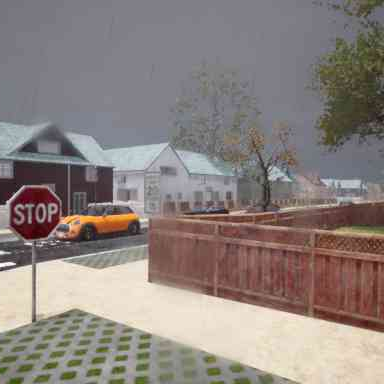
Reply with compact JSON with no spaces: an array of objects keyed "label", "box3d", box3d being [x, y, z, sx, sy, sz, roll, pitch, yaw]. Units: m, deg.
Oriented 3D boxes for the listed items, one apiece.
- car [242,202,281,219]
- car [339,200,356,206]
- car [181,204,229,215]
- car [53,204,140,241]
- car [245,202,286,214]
[{"label":"car","box3d":[7.163,1.797,33.808,1.882,1.535,5.008,0,0,37]},{"label":"car","box3d":[24.180,2.038,51.631,2.128,1.511,4.902,0,0,36]},{"label":"car","box3d":[1.071,1.715,25.691,2.128,1.511,4.902,0,0,37]},{"label":"car","box3d":[-4.931,1.478,17.671,2.097,1.767,4.553,0,-1,37]},{"label":"car","box3d":[6.574,1.825,28.131,2.033,1.411,5.357,0,-1,37]}]
